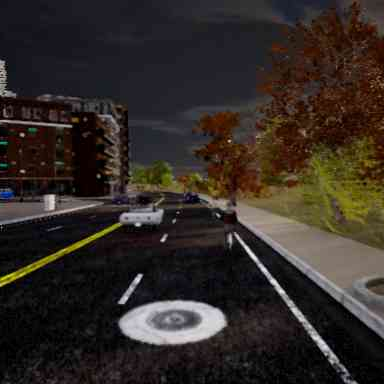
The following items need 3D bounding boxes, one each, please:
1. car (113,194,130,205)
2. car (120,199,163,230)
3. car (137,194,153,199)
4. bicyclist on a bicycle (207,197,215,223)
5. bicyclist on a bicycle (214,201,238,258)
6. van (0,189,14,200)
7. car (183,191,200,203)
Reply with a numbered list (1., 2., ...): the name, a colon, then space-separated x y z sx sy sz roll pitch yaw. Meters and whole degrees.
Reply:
1. car: -9.708 0.945 46.186 2.033 1.411 5.357 -1 1 -4
2. car: -2.734 1.339 19.164 1.895 1.301 4.718 -1 1 0
3. car: -6.451 0.933 45.955 1.994 1.385 4.181 -1 1 -1
4. bicyclist on a bicycle: 1.343 1.109 20.885 0.866 1.612 1.509 -1 1 0
5. bicyclist on a bicycle: 1.217 1.192 11.059 0.659 1.776 1.843 -1 1 1
6. van: -31.235 0.382 54.257 3.998 1.788 1.690 0 0 -31
7. car: 0.052 0.832 48.204 1.994 1.385 4.181 -1 1 -2
